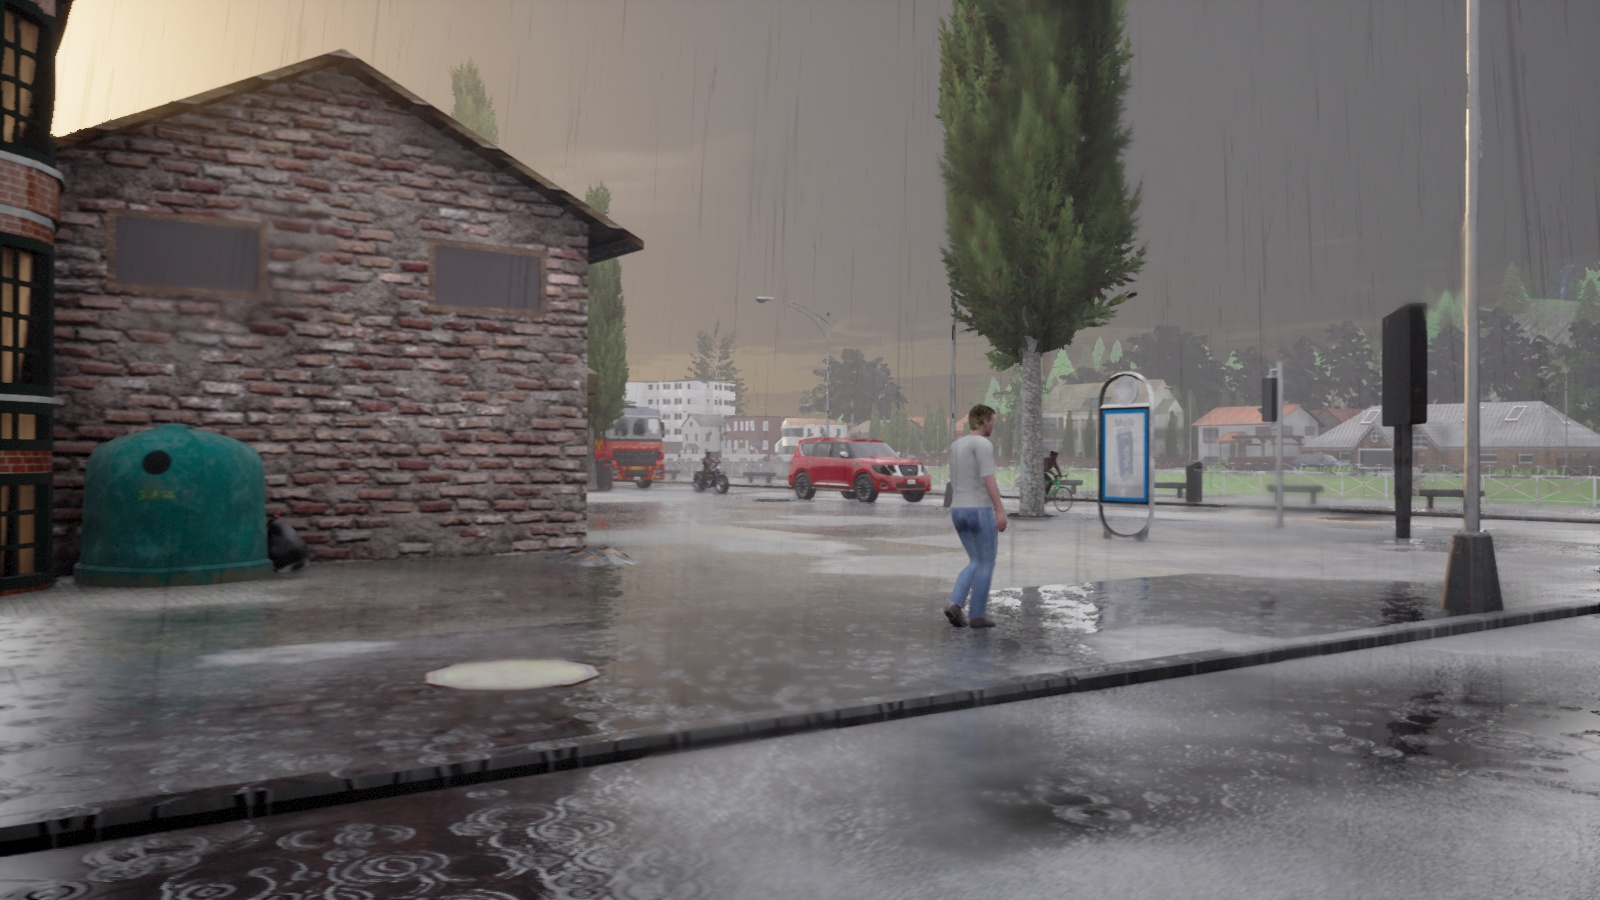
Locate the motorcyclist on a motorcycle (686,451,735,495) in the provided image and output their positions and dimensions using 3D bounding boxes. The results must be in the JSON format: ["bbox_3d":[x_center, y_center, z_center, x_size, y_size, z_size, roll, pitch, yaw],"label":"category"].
[{"bbox_3d":[-3.408,0.860,47.752,0.766,1.649,2.350,0,0,-35],"label":"motorcyclist on a motorcycle"}]

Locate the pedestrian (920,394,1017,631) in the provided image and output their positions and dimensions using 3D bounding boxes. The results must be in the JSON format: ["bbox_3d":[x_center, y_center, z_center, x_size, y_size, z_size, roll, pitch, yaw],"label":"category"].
[{"bbox_3d":[1.347,0.483,10.032,0.706,1.836,0.354,0,0,-32],"label":"pedestrian"}]

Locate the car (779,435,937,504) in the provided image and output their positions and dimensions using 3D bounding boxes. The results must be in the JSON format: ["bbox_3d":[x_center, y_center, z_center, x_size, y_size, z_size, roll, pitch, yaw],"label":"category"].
[{"bbox_3d":[1.762,0.600,40.341,2.150,2.045,5.566,0,0,-35],"label":"car"}]

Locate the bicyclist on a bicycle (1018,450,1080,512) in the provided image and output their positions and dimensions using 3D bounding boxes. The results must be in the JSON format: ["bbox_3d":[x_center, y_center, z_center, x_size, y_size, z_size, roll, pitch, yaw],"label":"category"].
[{"bbox_3d":[6.611,0.806,33.384,0.582,1.620,1.656,0,0,-35],"label":"bicyclist on a bicycle"}]

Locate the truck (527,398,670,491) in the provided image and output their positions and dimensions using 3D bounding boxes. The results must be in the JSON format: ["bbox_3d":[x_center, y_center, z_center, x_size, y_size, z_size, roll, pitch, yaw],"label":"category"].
[{"bbox_3d":[-9.143,-0.222,55.979,2.891,3.827,8.468,0,0,-35],"label":"truck"}]
